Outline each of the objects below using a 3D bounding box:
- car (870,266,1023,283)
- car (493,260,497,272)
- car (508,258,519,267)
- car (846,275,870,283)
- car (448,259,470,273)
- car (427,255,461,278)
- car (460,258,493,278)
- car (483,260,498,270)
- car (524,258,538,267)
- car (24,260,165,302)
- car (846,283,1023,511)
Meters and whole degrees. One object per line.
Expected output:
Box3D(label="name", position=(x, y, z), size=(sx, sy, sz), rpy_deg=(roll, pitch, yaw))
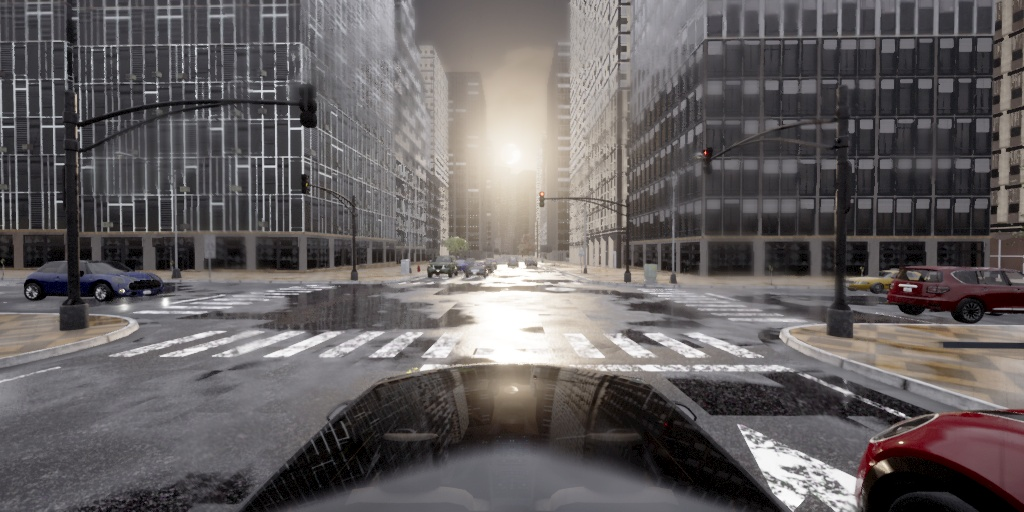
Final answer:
Box3D(label="car", position=(16.227, 1.281, 12.505), size=(5.009, 1.841, 2.192), rpy_deg=(0, 0, 1))
Box3D(label="car", position=(-3.208, 1.325, 43.207), size=(1.895, 1.301, 4.718), rpy_deg=(0, 0, 0))
Box3D(label="car", position=(0.214, 1.267, 63.346), size=(1.994, 1.385, 4.181), rpy_deg=(0, 0, 0))
Box3D(label="car", position=(21.866, 1.409, 20.771), size=(4.829, 1.417, 1.751), rpy_deg=(0, 0, 1))
Box3D(label="car", position=(-6.453, 1.201, 44.134), size=(1.882, 1.535, 5.008), rpy_deg=(0, 0, 0))
Box3D(label="car", position=(-6.479, 0.954, 34.169), size=(2.150, 2.045, 5.566), rpy_deg=(0, 0, 0))
Box3D(label="car", position=(-3.238, 1.224, 33.926), size=(2.128, 1.511, 4.902), rpy_deg=(0, 0, 1))
Box3D(label="car", position=(-3.163, 1.261, 53.911), size=(2.033, 1.411, 5.357), rpy_deg=(0, 0, 0))
Box3D(label="car", position=(3.464, 1.303, 63.364), size=(1.895, 1.301, 4.718), rpy_deg=(0, 0, 0))
Box3D(label="car", position=(-18.148, 0.971, 15.731), size=(4.553, 1.767, 2.097), rpy_deg=(1, 1, 3))
Box3D(label="car", position=(3.253, 1.103, 0.394), size=(2.097, 1.767, 4.553), rpy_deg=(0, 0, 0))
